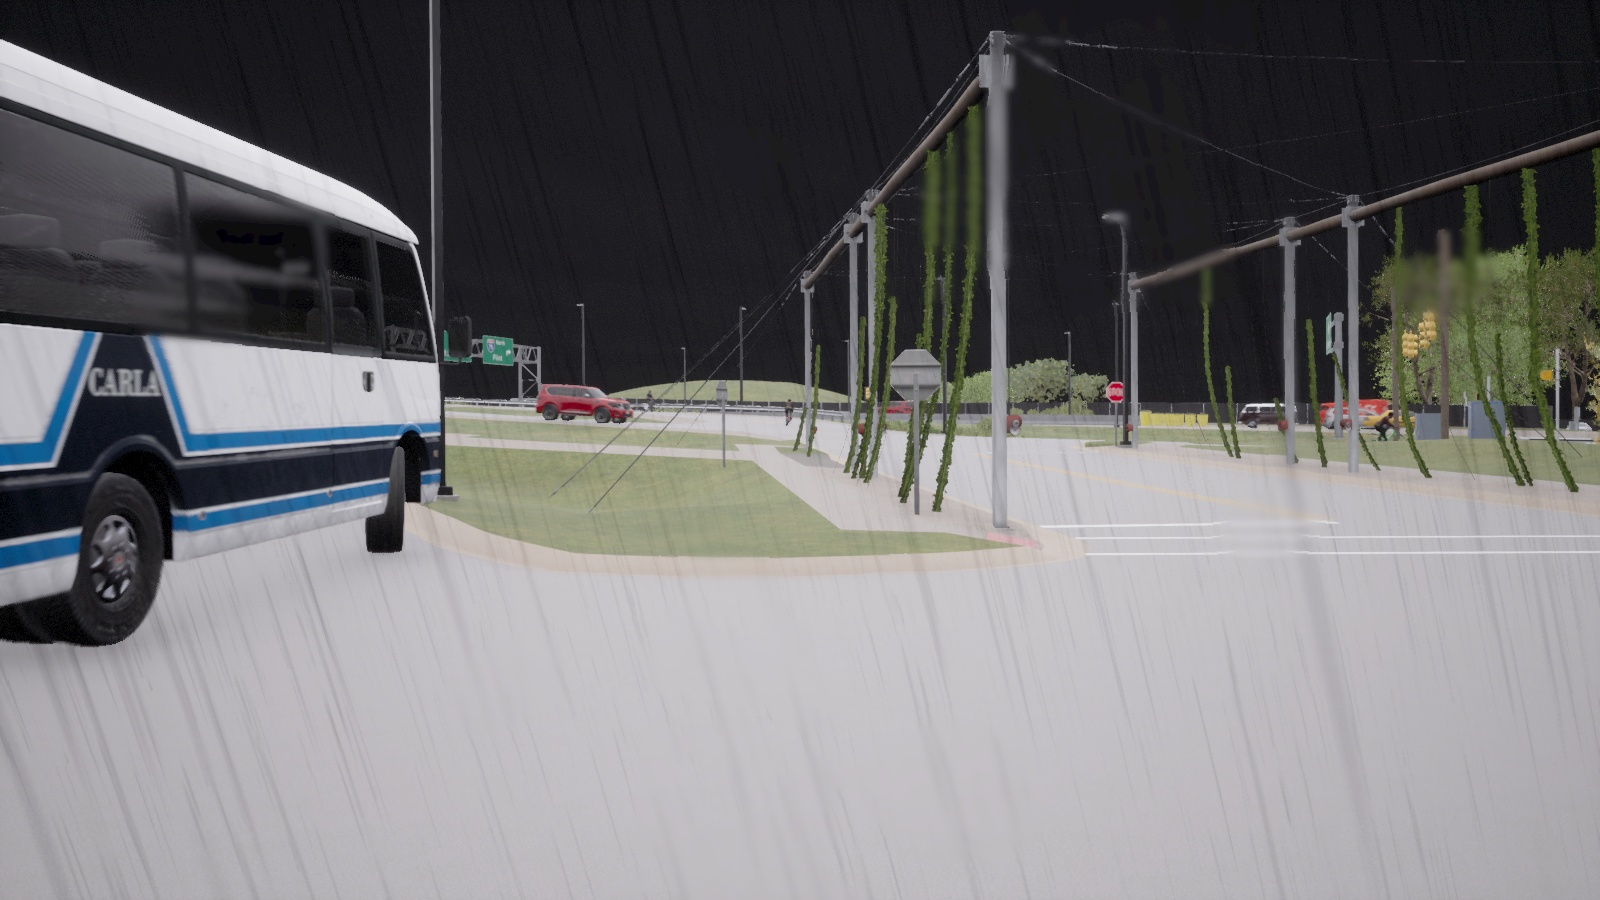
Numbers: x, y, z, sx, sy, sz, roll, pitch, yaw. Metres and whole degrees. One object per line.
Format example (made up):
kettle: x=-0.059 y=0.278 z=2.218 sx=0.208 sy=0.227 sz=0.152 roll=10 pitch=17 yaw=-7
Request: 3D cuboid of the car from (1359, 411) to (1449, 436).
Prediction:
car: x=41.384 y=-1.795 z=86.166 sx=5.366 sy=1.575 sz=1.801 roll=2 pitch=1 yaw=20

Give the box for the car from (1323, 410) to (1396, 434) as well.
car: x=40.201 y=-2.003 z=90.310 sx=4.611 sy=1.667 sz=2.242 roll=2 pitch=1 yaw=20

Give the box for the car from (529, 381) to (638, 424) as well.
car: x=-12.064 y=-2.652 z=69.980 sx=5.566 sy=2.045 sz=2.150 roll=4 pitch=2 yaw=20

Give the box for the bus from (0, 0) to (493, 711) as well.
bus: x=-6.325 y=-0.858 z=11.800 sx=3.944 sy=4.253 sz=10.273 roll=2 pitch=2 yaw=2
